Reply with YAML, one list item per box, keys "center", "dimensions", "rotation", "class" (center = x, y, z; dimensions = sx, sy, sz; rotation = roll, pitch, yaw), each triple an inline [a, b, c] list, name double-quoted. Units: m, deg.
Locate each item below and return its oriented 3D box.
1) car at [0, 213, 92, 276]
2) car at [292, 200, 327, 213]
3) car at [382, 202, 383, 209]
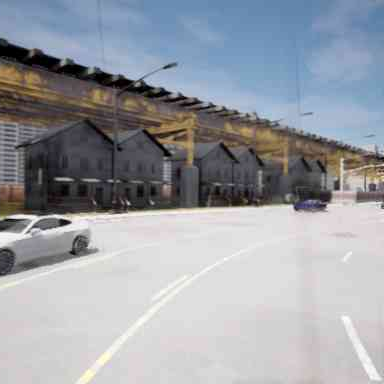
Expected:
- center: [-5.005, 1.398, 10.157]
  dimensions: [1.812, 1.442, 4.674]
  rotation: [1, 0, 22]
  class: "car"
- center: [13.132, 1.567, 37.003]
  dimensions: [4.718, 1.301, 1.895]
  rotation: [0, 0, -44]
  class: "car"
- center: [28.103, 1.594, 46.380]
  dimensions: [5.008, 1.535, 1.882]
  rotation: [1, 0, -43]
  class: "car"
